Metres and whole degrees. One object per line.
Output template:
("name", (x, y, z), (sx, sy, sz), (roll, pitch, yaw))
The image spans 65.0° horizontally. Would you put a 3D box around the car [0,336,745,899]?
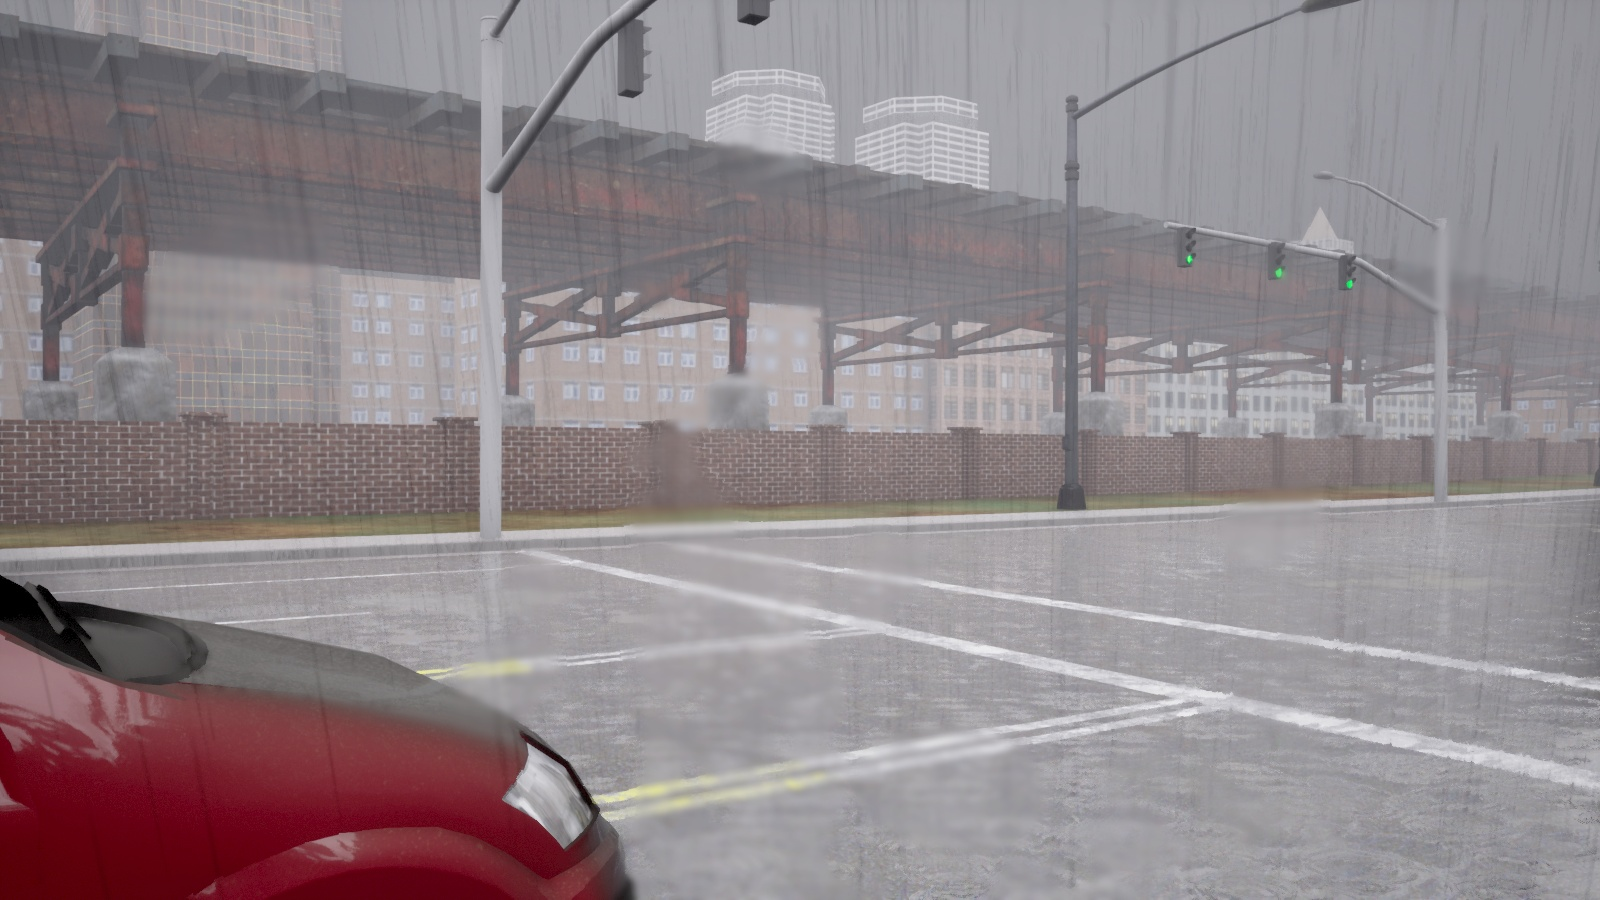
("car", (-2.274, 0.653, 2.075), (3.988, 1.617, 1.851), (0, 0, -35))
